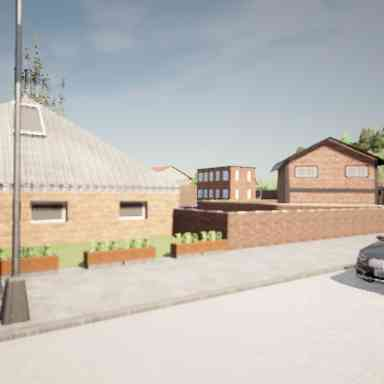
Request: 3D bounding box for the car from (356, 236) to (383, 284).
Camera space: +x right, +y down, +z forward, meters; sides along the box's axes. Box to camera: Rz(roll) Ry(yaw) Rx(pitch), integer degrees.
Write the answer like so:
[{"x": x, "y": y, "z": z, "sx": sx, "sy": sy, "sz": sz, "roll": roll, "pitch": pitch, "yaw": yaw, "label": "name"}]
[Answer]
[{"x": 6.312, "y": 1.596, "z": 8.804, "sx": 4.902, "sy": 1.511, "sz": 2.128, "roll": 1, "pitch": 0, "yaw": -34, "label": "car"}]
